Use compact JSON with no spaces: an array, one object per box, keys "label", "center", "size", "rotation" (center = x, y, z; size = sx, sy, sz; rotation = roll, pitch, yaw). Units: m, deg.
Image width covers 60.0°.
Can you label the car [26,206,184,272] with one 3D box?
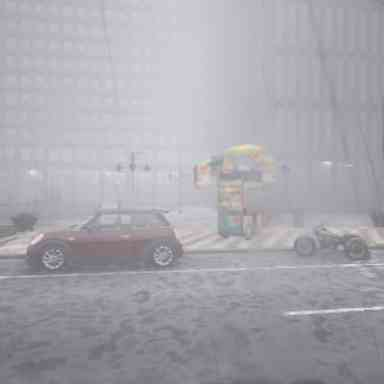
[{"label":"car","center":[-2.570,1.313,10.325],"size":[4.553,1.767,2.185],"rotation":[0,0,-9]}]
